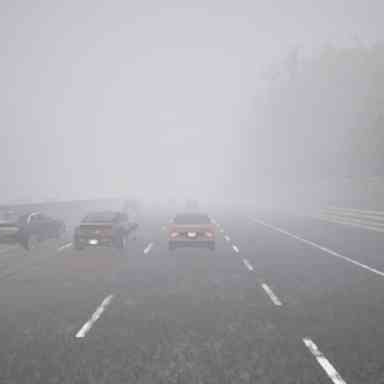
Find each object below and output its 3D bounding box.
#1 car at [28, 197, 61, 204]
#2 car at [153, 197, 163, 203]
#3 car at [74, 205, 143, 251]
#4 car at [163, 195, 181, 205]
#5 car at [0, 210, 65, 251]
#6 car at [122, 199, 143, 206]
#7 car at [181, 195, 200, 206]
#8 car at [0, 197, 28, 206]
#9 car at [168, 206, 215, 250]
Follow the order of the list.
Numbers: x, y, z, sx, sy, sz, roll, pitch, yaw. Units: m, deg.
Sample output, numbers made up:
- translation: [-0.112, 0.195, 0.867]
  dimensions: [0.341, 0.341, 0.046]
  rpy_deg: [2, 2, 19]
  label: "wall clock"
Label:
- translation: [-17.575, 1.415, 40.658]
  dimensions: [2.097, 1.767, 4.553]
  rpy_deg: [0, 0, 0]
  label: "car"
- translation: [-7.024, 1.652, 69.656]
  dimensions: [2.033, 1.411, 5.357]
  rpy_deg: [0, 0, 0]
  label: "car"
- translation: [-3.506, 1.529, 14.244]
  dimensions: [1.837, 1.490, 4.892]
  rpy_deg: [0, 0, 0]
  label: "car"
- translation: [-3.520, 1.658, 59.727]
  dimensions: [1.994, 1.385, 4.181]
  rpy_deg: [0, 0, 0]
  label: "car"
- translation: [-7.004, 1.514, 14.118]
  dimensions: [2.128, 1.511, 4.902]
  rpy_deg: [0, 0, 0]
  label: "car"
- translation: [-7.016, 1.568, 39.386]
  dimensions: [1.837, 1.490, 4.892]
  rpy_deg: [0, 0, 0]
  label: "car"
- translation: [-0.020, 1.561, 43.901]
  dimensions: [2.128, 1.511, 4.902]
  rpy_deg: [0, 0, 0]
  label: "car"
- translation: [-21.072, 1.415, 40.734]
  dimensions: [2.097, 1.767, 4.553]
  rpy_deg: [0, 0, 0]
  label: "car"
- translation: [-0.009, 1.570, 14.382]
  dimensions: [2.033, 1.411, 5.357]
  rpy_deg: [0, 0, 0]
  label: "car"
